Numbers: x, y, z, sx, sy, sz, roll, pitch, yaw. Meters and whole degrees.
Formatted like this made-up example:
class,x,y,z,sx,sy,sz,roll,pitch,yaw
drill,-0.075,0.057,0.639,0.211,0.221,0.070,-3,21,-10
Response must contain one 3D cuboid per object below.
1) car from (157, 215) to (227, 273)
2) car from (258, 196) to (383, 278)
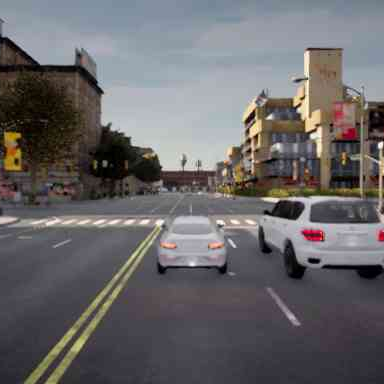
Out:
class,x,y,z,sx,sy,sz,roll,pitch,yaw
car,0.002,1.427,10.179,1.812,1.442,4.674,0,1,0
car,3.501,1.122,9.953,2.150,2.045,5.566,0,0,0
